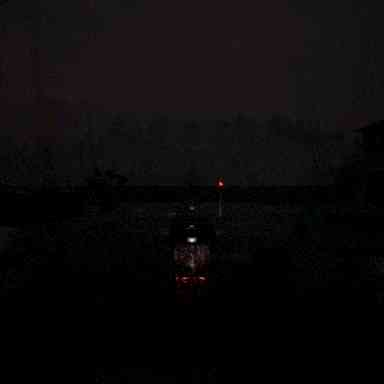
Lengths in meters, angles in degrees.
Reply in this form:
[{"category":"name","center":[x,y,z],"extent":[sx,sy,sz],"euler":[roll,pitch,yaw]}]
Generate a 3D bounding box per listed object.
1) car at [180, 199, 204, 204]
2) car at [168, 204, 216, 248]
[{"category":"car","center":[0.000,1.365,29.620],"extent":[2.097,1.767,4.553],"euler":[0,0,0]},{"category":"car","center":[0.000,1.515,14.650],"extent":[1.837,1.490,4.892],"euler":[0,0,0]}]
